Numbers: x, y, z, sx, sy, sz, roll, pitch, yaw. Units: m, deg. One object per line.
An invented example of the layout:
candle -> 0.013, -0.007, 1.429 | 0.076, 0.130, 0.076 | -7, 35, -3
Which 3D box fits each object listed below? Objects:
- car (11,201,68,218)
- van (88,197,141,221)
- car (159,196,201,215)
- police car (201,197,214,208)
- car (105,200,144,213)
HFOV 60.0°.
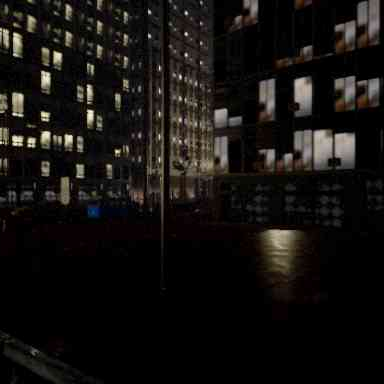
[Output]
car -> -13.744, 1.507, 30.322 | 1.752, 1.417, 4.829 | 0, 0, 37
van -> -6.349, 1.343, 26.620 | 1.690, 1.788, 3.998 | 0, 0, 37
car -> -1.397, 1.448, 33.256 | 1.967, 1.590, 4.097 | 0, 0, 38
police car -> 0.958, 1.429, 45.055 | 1.930, 1.638, 5.238 | 0, 0, 38
car -> -7.648, 1.571, 38.054 | 1.802, 1.307, 4.206 | 0, 0, 37
